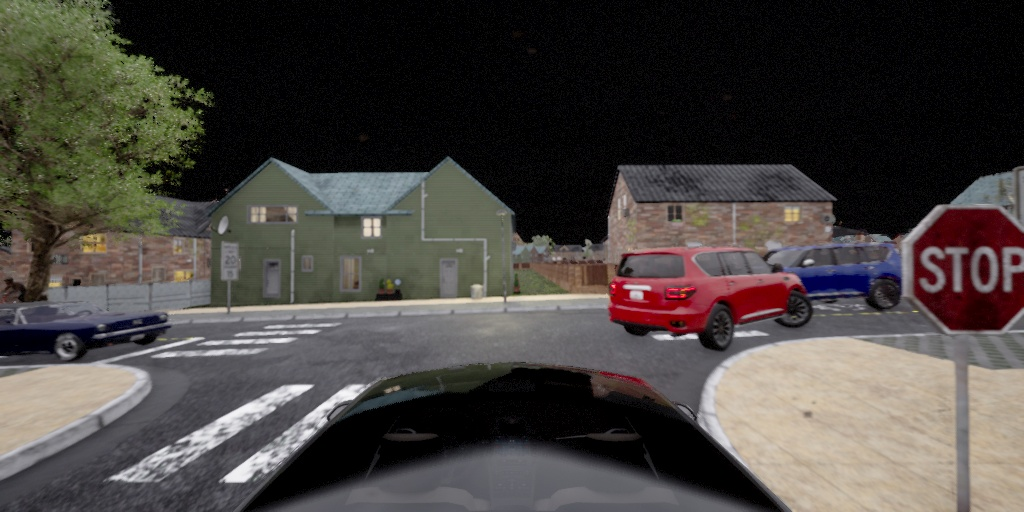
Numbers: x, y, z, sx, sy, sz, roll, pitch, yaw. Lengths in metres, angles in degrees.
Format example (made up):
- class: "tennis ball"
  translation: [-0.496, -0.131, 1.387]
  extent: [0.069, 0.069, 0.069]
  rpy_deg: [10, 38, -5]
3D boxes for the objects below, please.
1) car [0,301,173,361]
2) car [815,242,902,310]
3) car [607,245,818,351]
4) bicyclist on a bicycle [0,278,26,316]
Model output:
- class: "car"
  translation: [-11.539, 1.807, 8.982]
  extent: [4.718, 1.301, 1.895]
  rpy_deg: [-2, -1, 1]
- class: "car"
  translation: [9.415, 0.654, 11.542]
  extent: [5.566, 2.045, 2.150]
  rpy_deg: [-2, -1, -2]
- class: "car"
  translation: [4.755, 0.793, 8.577]
  extent: [5.566, 2.045, 2.150]
  rpy_deg: [-2, -1, -32]
- class: "bicyclist on a bicycle"
  translation: [-20.727, 1.731, 14.946]
  extent: [0.582, 1.620, 1.656]
  rpy_deg: [0, 1, 1]
